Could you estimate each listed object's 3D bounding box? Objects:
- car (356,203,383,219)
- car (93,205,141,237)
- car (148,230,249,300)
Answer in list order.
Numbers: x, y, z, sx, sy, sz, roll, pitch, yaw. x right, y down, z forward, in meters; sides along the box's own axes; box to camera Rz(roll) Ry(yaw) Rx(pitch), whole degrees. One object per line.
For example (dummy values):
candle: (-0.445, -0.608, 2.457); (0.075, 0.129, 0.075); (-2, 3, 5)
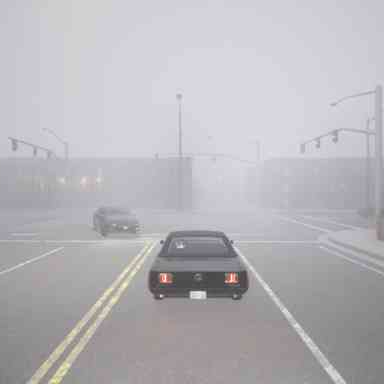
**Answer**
car: (16.895, 1.601, 28.735); (4.718, 1.301, 1.895); (0, 0, 0)
car: (-4.231, 1.504, 18.357); (1.837, 1.490, 4.892); (3, -1, -25)
car: (0.122, 1.601, 8.321); (1.895, 1.301, 4.718); (0, 0, 0)
